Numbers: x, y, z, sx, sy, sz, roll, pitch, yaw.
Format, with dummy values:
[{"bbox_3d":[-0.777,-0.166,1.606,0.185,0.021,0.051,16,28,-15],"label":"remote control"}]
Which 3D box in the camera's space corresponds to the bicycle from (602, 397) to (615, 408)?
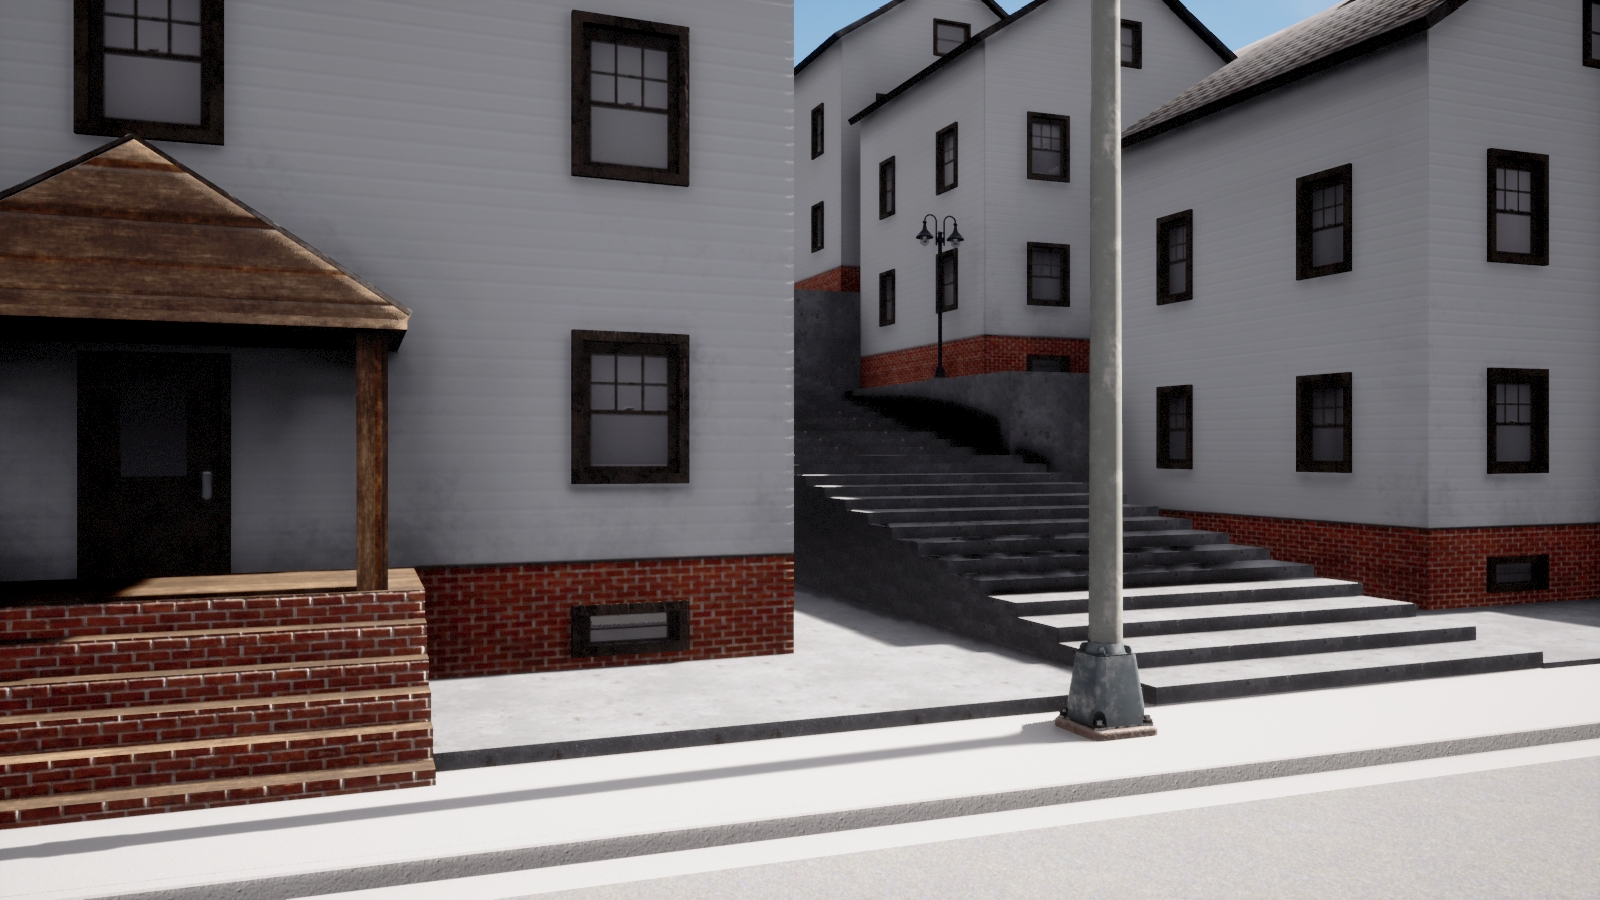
[{"bbox_3d":[-23.762,-5.855,141.687,1.487,1.301,0.859,0,0,-17],"label":"bicycle"}]
